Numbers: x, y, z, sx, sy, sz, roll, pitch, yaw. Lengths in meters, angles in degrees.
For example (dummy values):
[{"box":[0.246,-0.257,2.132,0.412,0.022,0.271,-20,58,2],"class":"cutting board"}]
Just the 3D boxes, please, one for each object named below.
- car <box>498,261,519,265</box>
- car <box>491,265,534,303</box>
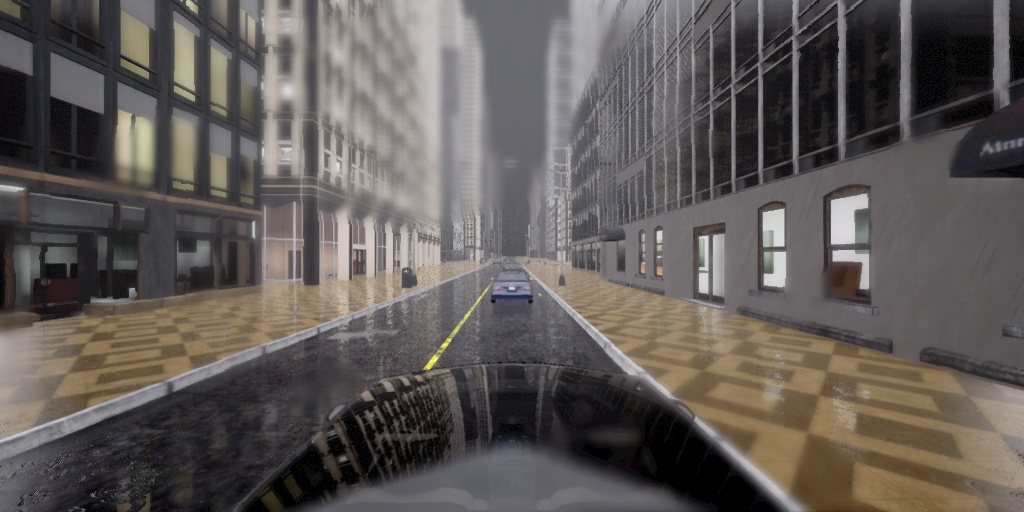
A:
[{"box":[-0.001,1.367,31.529,1.895,1.301,4.718,0,0,0],"class":"car"},{"box":[0.000,1.314,16.499,2.033,1.411,5.357,0,0,0],"class":"car"}]
